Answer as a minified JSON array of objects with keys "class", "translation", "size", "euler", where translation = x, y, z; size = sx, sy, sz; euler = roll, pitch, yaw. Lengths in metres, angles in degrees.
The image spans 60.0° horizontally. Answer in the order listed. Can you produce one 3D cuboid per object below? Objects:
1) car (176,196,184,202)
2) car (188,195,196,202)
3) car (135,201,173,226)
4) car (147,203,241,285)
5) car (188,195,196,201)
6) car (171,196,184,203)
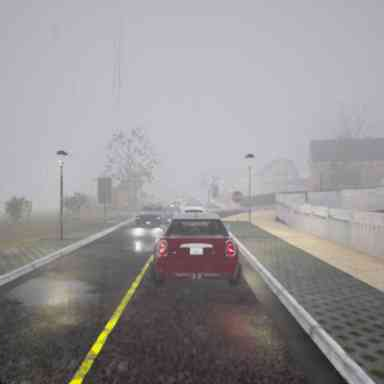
[{"class":"car","translation":[-2.735,1.590,75.990],"size":[1.812,1.442,4.674],"euler":[0,0,0]},{"class":"car","translation":[0.015,1.613,76.455],"size":[1.994,1.385,4.181],"euler":[0,0,0]},{"class":"car","translation":[-2.746,1.556,23.538],"size":[2.033,1.411,5.357],"euler":[0,0,0]},{"class":"car","translation":[0.100,1.355,9.677],"size":[2.097,1.767,4.553],"euler":[0,0,0]},{"class":"car","translation":[0.017,1.445,86.463],"size":[1.812,1.442,4.674],"euler":[0,0,0]},{"class":"car","translation":[-2.777,1.523,60.762],"size":[1.882,1.535,5.008],"euler":[0,0,1]}]
